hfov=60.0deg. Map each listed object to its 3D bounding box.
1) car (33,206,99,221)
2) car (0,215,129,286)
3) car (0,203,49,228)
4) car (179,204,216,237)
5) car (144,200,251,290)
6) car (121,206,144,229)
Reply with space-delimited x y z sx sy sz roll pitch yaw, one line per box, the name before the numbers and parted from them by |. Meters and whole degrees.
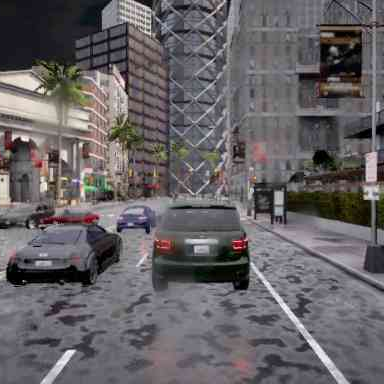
car | -6.853 1.601 18.980 1.895 1.301 4.718 0 0 1
car | -3.288 1.563 9.408 1.994 1.385 4.181 0 0 0
car | -10.310 1.507 21.140 1.837 1.490 4.892 0 -1 1
car | 0.301 1.505 19.082 1.837 1.490 4.892 0 0 1
car | 0.200 1.221 9.221 2.150 2.045 5.566 0 0 0
car | -3.183 1.526 19.681 1.812 1.442 4.674 0 0 1
